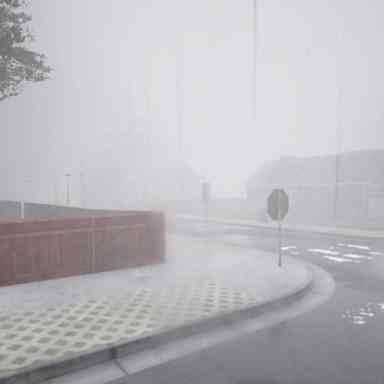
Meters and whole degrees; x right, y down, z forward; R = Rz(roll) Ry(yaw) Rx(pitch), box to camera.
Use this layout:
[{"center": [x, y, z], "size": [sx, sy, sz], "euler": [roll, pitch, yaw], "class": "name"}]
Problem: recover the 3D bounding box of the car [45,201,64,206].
[{"center": [-19.370, 1.941, 46.347], "size": [1.895, 1.301, 4.718], "euler": [0, 0, -36], "class": "car"}]
